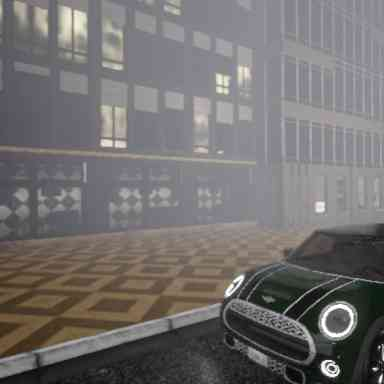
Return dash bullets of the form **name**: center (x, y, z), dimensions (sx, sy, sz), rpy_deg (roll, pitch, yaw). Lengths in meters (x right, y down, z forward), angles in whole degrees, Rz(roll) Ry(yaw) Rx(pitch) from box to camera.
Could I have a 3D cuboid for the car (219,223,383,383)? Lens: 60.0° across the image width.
- **car**: center (2.602, 1.345, 5.222), dimensions (4.553, 1.767, 2.097), rpy_deg (0, 0, -35)
